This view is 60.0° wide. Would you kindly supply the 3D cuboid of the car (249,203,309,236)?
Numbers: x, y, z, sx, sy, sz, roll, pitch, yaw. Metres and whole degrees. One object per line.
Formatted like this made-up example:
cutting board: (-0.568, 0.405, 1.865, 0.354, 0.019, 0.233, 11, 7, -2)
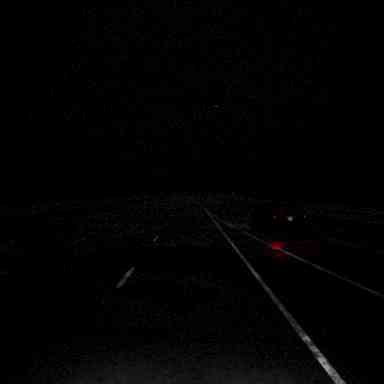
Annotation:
car: (4.719, 1.367, 18.687, 2.097, 1.767, 4.553, 0, 0, -5)
